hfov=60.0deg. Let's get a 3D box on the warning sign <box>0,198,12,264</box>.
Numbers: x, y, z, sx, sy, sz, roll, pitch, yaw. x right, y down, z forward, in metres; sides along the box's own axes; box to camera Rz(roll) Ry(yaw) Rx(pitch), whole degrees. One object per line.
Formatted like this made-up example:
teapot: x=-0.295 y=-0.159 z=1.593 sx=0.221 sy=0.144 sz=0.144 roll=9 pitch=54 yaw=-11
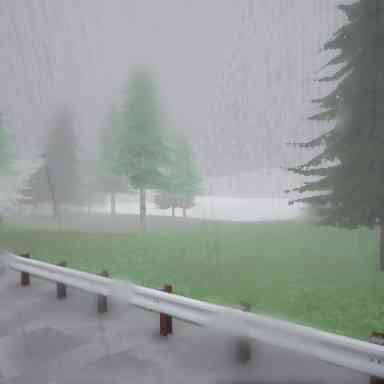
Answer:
warning sign: x=-6.092 y=1.114 z=9.552 sx=1.060 sy=1.860 sz=1.300 roll=0 pitch=0 yaw=38
